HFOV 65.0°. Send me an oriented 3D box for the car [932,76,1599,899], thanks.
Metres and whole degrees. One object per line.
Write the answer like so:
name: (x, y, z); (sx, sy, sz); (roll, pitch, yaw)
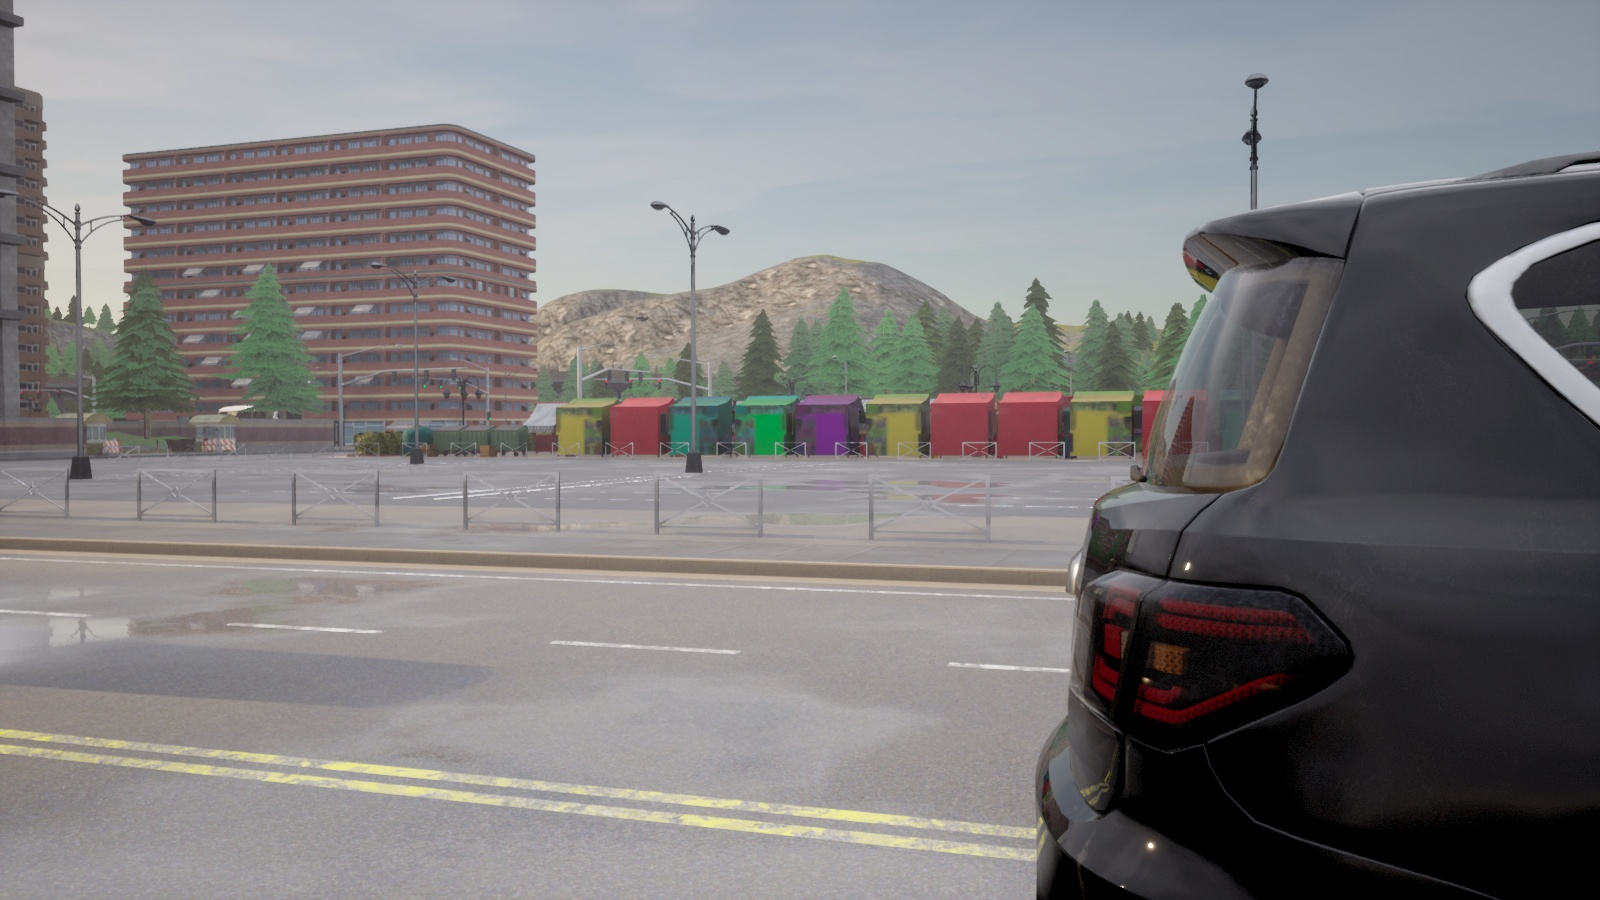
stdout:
car: (3.190, 0.523, 2.115); (5.566, 2.045, 2.150); (0, 1, 19)
